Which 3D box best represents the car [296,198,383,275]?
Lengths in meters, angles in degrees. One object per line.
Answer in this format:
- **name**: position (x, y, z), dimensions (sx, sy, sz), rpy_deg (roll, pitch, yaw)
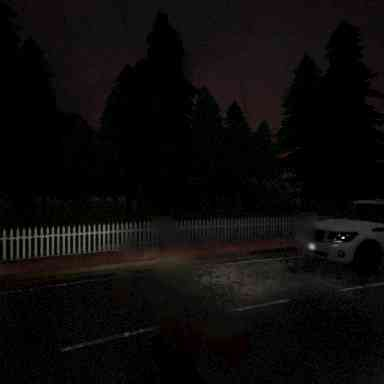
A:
- **car**: position (6.055, 1.221, 10.499), dimensions (5.566, 2.045, 2.150), rpy_deg (0, 0, -19)
